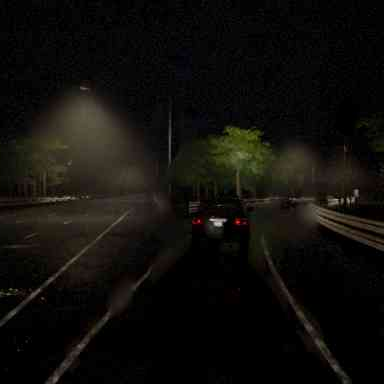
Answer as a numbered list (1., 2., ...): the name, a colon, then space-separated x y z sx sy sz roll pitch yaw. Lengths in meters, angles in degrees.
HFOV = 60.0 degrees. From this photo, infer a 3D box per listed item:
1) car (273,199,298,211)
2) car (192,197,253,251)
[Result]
1. car: 12.050 1.612 42.713 2.033 1.411 5.357 0 0 31
2. car: 1.428 1.236 14.523 2.150 2.045 5.566 0 0 11
